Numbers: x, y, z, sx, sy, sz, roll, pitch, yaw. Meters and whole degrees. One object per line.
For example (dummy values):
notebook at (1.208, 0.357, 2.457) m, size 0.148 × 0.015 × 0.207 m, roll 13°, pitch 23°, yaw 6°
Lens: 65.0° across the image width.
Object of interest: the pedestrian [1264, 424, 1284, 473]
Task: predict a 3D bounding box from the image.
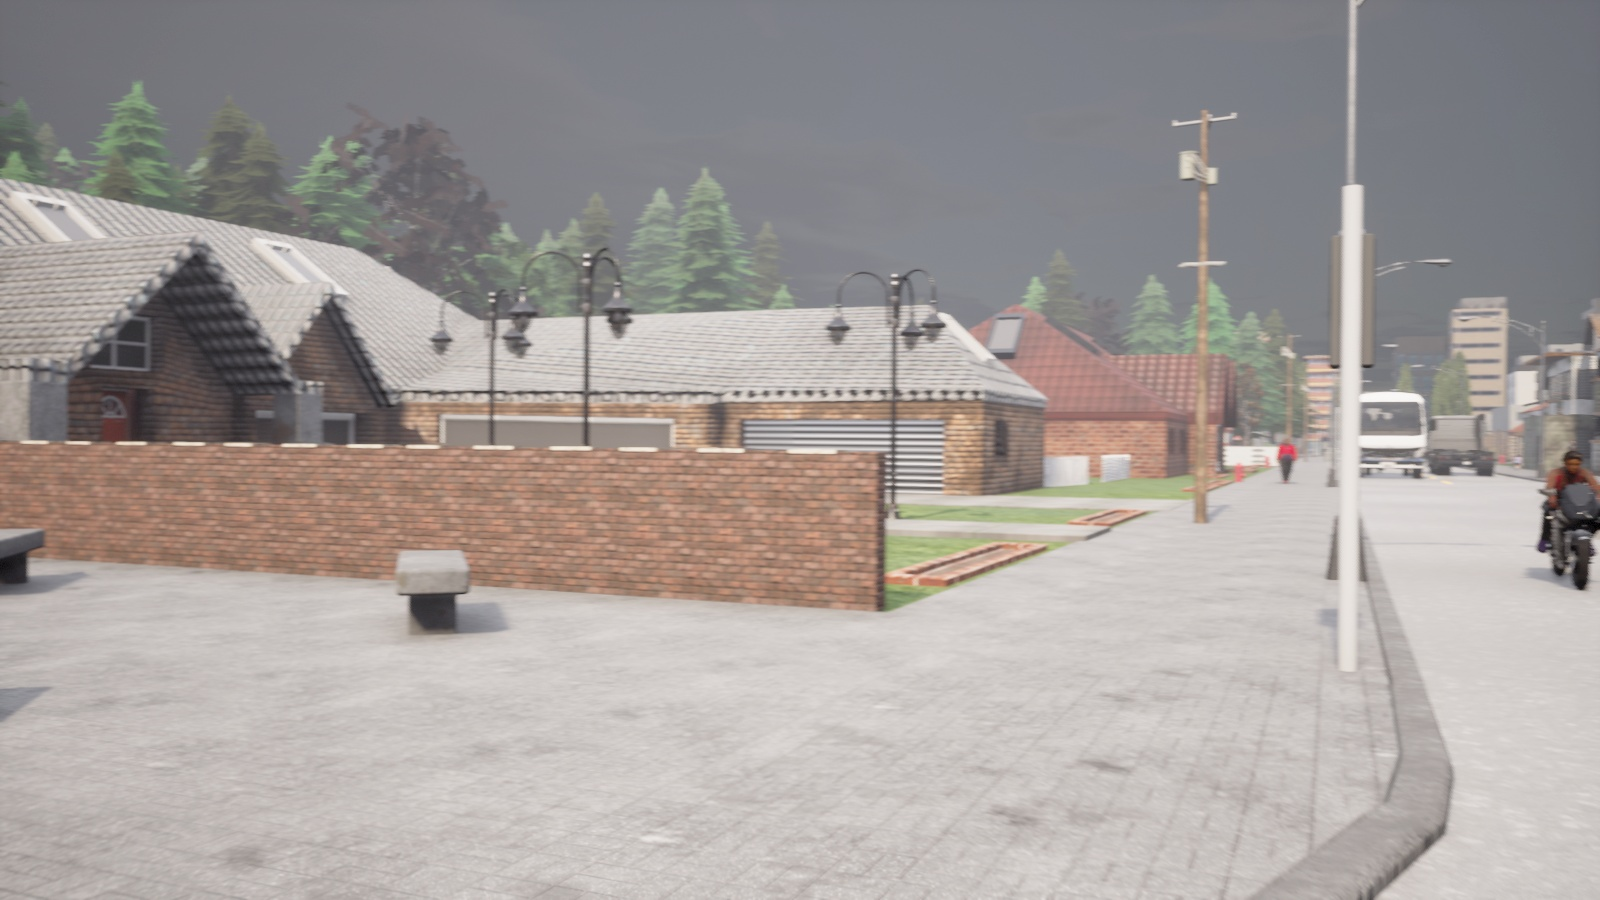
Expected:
pedestrian at (17.911, -0.052, 47.446) m, size 0.634 × 1.844 × 0.899 m, roll -1°, pitch 0°, yaw 22°

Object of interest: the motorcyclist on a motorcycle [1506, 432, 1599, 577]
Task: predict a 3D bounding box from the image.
motorcyclist on a motorcycle at (8.703, 0.571, 14.406) m, size 0.797 × 1.523 × 2.044 m, roll -1°, pitch 1°, yaw 22°

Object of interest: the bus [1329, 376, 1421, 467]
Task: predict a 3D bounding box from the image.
bus at (29.485, -1.404, 64.480) m, size 3.944 × 4.253 × 10.273 m, roll -1°, pitch 0°, yaw 24°

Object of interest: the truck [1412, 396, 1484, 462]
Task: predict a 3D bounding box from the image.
truck at (36.271, -1.141, 70.501) m, size 2.891 × 3.462 × 7.936 m, roll -1°, pitch 0°, yaw 22°
